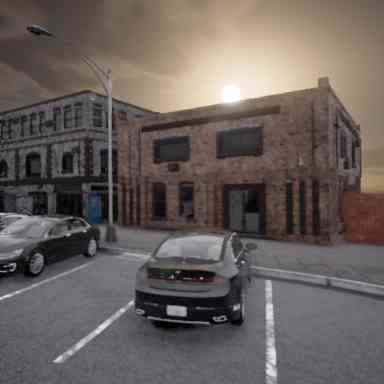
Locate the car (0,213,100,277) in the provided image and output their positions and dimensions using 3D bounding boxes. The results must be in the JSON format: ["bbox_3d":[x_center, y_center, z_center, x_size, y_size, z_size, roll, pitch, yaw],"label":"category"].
[{"bbox_3d":[-4.652,1.491,10.452,2.231,1.521,4.892,1,-1,12],"label":"car"}]

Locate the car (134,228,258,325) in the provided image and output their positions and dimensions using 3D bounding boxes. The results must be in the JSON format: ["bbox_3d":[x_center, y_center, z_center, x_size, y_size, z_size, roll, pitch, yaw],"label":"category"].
[{"bbox_3d":[0.291,1.530,7.299,2.231,1.521,4.892,0,-1,12],"label":"car"}]
